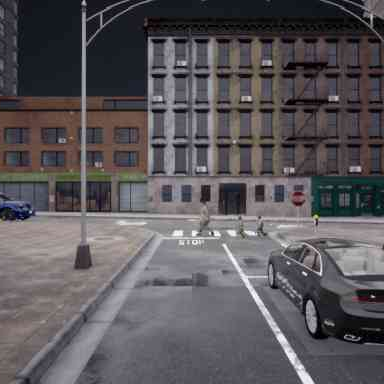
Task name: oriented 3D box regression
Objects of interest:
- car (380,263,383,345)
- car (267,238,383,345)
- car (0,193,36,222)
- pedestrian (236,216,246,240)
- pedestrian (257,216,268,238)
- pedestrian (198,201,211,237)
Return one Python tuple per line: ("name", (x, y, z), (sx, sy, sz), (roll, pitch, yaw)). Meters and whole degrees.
("car", (2.644, 1.440, 0.845), (1.967, 1.590, 4.097), (0, 0, 0))
("car", (2.638, 1.552, 6.349), (2.008, 1.369, 4.403), (0, 0, 0))
("car", (-13.669, 0.974, 22.572), (5.566, 2.045, 2.150), (1, 0, 0))
("pedestrian", (2.358, 1.676, 15.670), (0.500, 1.100, 0.500), (0, 0, 0))
("pedestrian", (3.371, 1.676, 16.268), (0.500, 1.100, 0.500), (0, 0, 0))
("pedestrian", (0.635, 1.298, 16.872), (0.375, 1.860, 0.375), (0, 0, 0))
